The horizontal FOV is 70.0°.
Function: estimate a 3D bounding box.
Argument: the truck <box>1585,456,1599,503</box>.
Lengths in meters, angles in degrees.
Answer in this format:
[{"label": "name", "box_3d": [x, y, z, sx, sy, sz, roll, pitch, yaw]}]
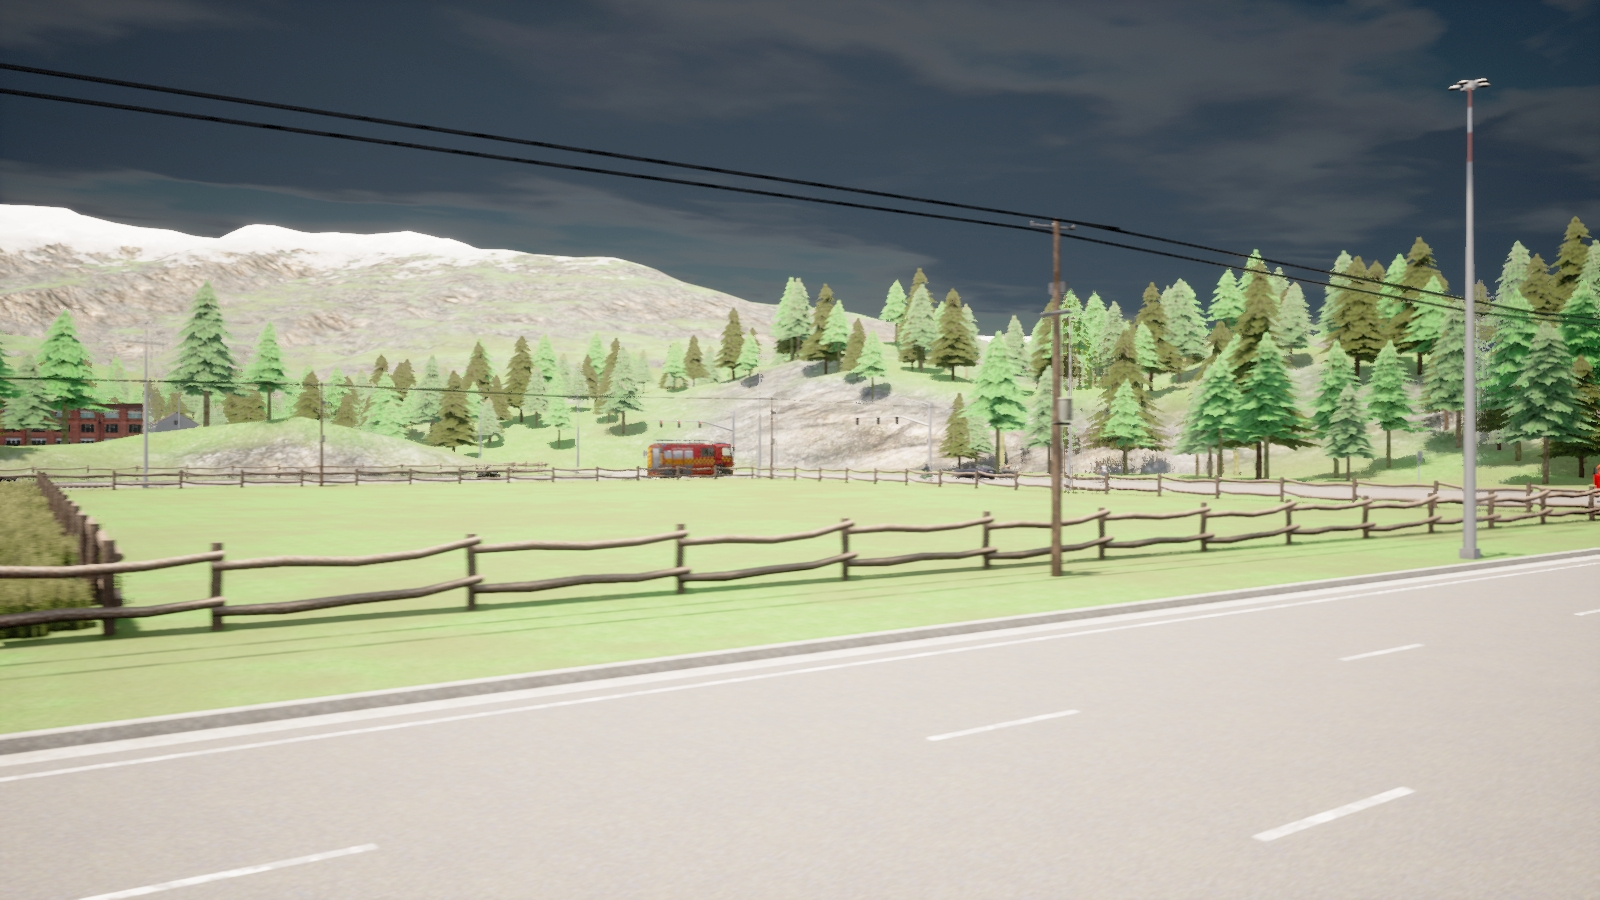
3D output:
[{"label": "truck", "box_3d": [44.316, 1.569, 59.367, 2.627, 2.467, 5.204, 0, 0, -26]}]
